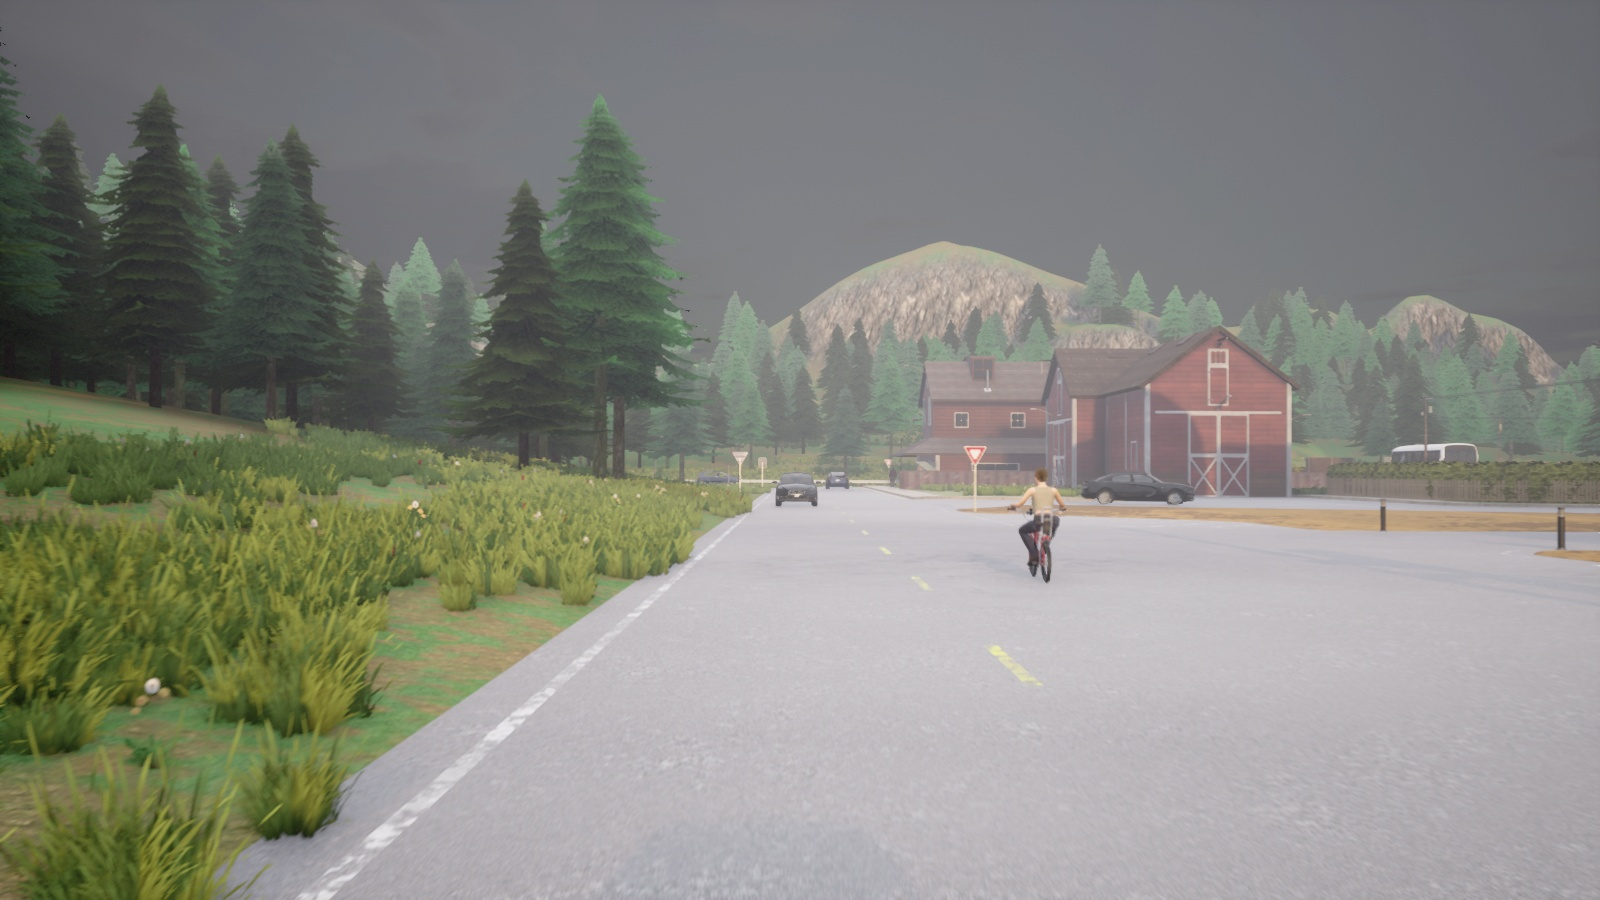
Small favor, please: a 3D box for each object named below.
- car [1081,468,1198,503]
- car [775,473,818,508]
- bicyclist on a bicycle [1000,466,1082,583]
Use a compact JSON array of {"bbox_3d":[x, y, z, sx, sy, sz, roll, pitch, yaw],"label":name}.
[{"bbox_3d":[15.396,1.613,57.170,5.008,1.535,1.882,0,-1,12],"label":"car"},{"bbox_3d":[-0.137,1.761,56.263,1.837,1.490,4.892,0,-1,0],"label":"car"},{"bbox_3d":[3.460,1.041,18.162,0.866,1.612,1.509,0,-1,0],"label":"bicyclist on a bicycle"}]
